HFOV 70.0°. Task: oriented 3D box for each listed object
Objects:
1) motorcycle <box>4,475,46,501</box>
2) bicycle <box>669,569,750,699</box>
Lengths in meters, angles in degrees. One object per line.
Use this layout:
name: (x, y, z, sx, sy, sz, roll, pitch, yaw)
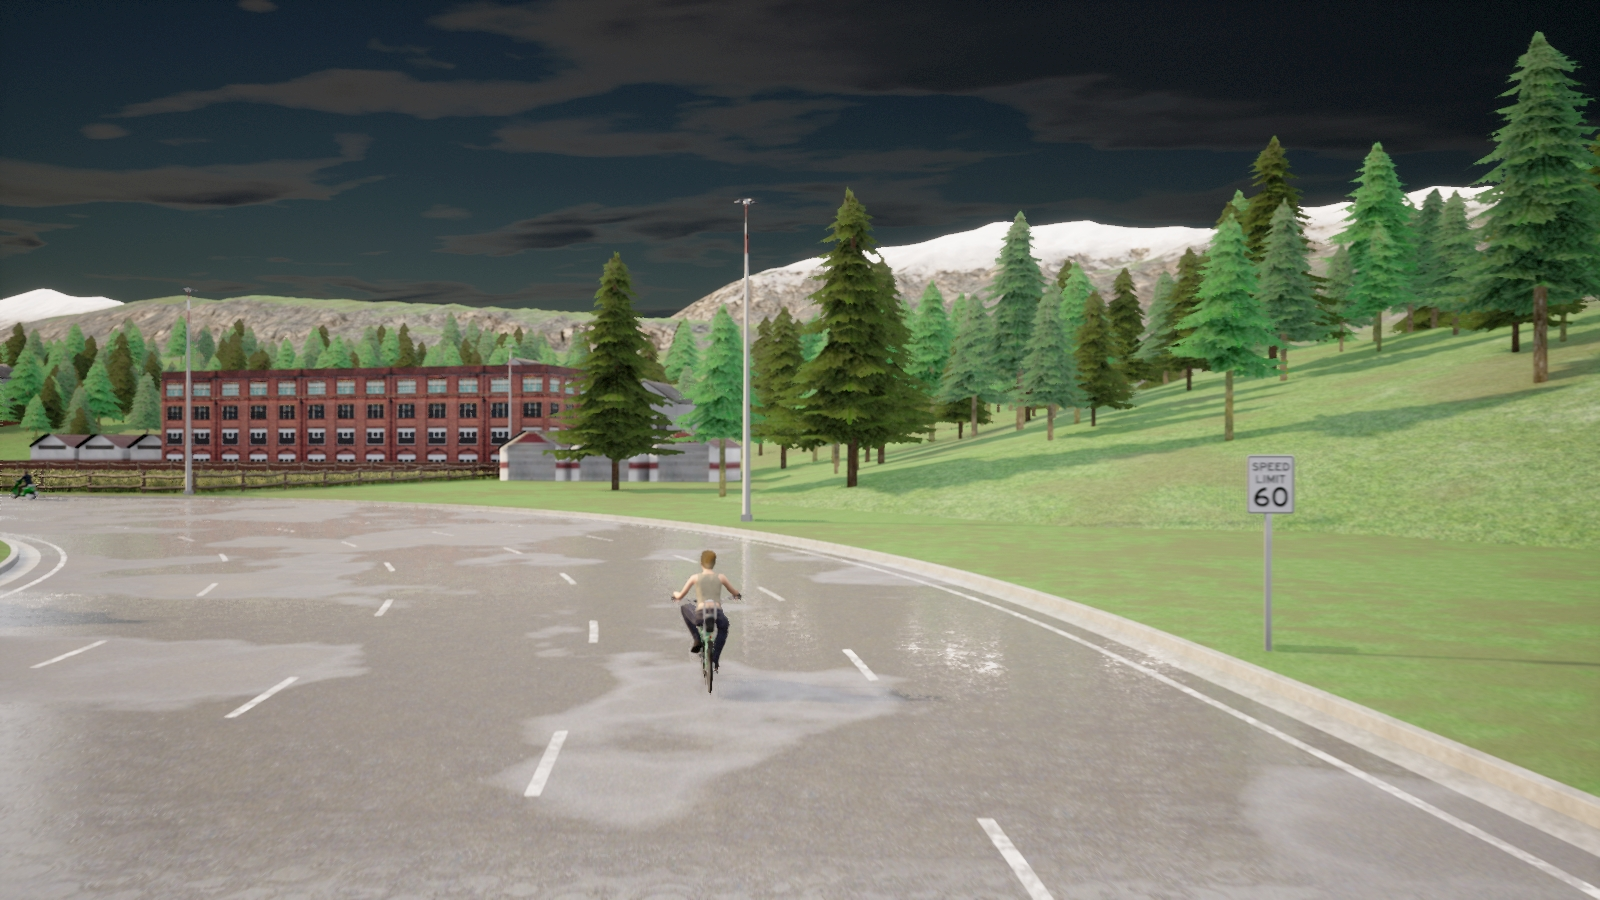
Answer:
motorcycle: (-41.741, 2.042, 61.543, 1.805, 1.316, 0.856, 0, 1, 15)
bicycle: (-1.091, 2.132, 13.501, 0.859, 1.276, 1.487, 0, 0, -8)
